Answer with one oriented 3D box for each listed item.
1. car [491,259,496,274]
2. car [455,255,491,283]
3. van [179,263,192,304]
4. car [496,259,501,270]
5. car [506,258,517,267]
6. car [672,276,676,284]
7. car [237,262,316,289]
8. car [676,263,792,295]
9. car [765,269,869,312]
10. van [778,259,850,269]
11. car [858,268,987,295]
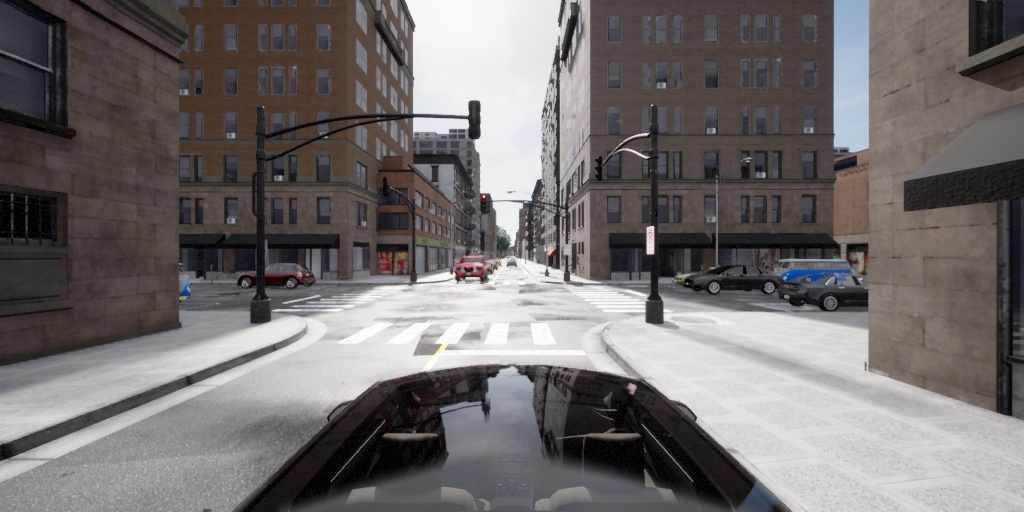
[{"bbox_3d":[-3.127,1.261,40.827,1.812,1.442,4.674,0,0,0],"label":"car"},{"bbox_3d":[-3.116,0.967,28.503,2.150,2.045,5.566,0,0,0],"label":"car"},{"bbox_3d":[-14.681,1.089,13.726,3.998,1.789,1.690,0,0,1],"label":"van"},{"bbox_3d":[-3.114,1.288,53.019,1.994,1.385,4.181,0,0,1],"label":"car"},{"bbox_3d":[-0.038,1.259,63.733,2.033,1.411,5.357,0,0,0],"label":"car"},{"bbox_3d":[12.410,1.263,21.986,4.829,1.417,1.751,0,0,1],"label":"car"},{"bbox_3d":[-14.615,1.172,22.251,4.097,1.591,1.967,0,0,1],"label":"car"},{"bbox_3d":[11.917,1.248,19.434,4.892,1.490,1.837,0,0,-1],"label":"car"},{"bbox_3d":[12.514,1.305,13.460,4.403,1.370,2.007,0,0,1],"label":"car"},{"bbox_3d":[18.249,1.080,21.929,3.998,1.789,1.690,0,0,1],"label":"van"},{"bbox_3d":[21.951,1.345,19.324,4.718,1.301,1.895,0,0,1],"label":"car"}]
